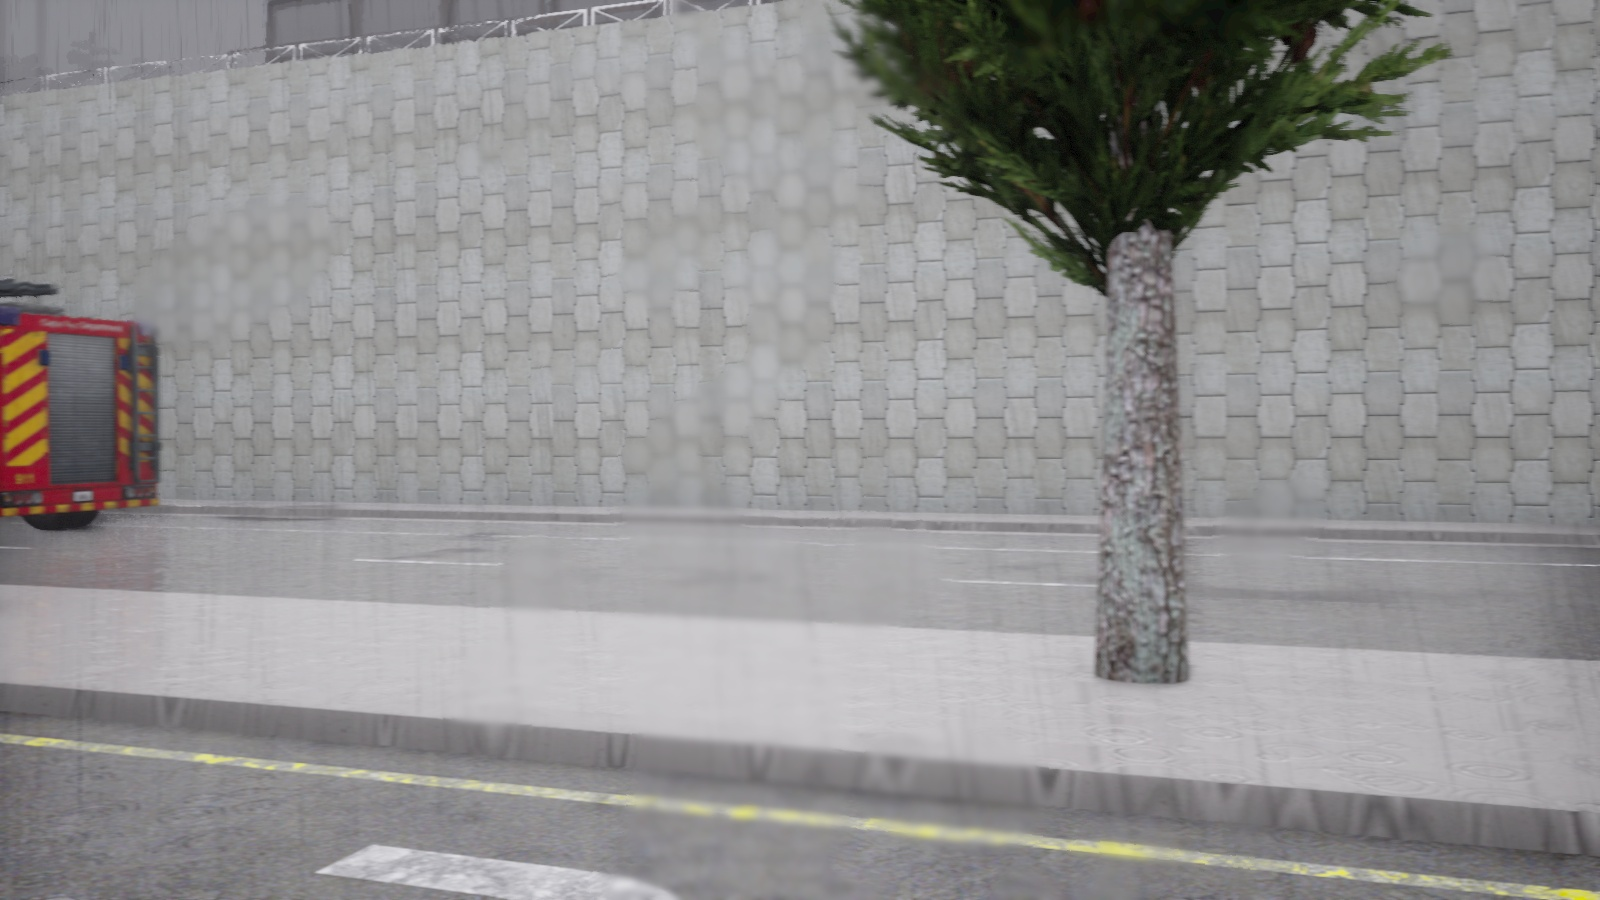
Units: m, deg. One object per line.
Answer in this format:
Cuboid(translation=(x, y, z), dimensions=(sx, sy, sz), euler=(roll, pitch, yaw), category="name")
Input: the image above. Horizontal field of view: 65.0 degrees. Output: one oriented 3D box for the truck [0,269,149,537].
Cuboid(translation=(-15.064, -0.721, 20.376), dimensions=(8.468, 3.827, 2.891), euler=(1, 1, 19), category="truck")
